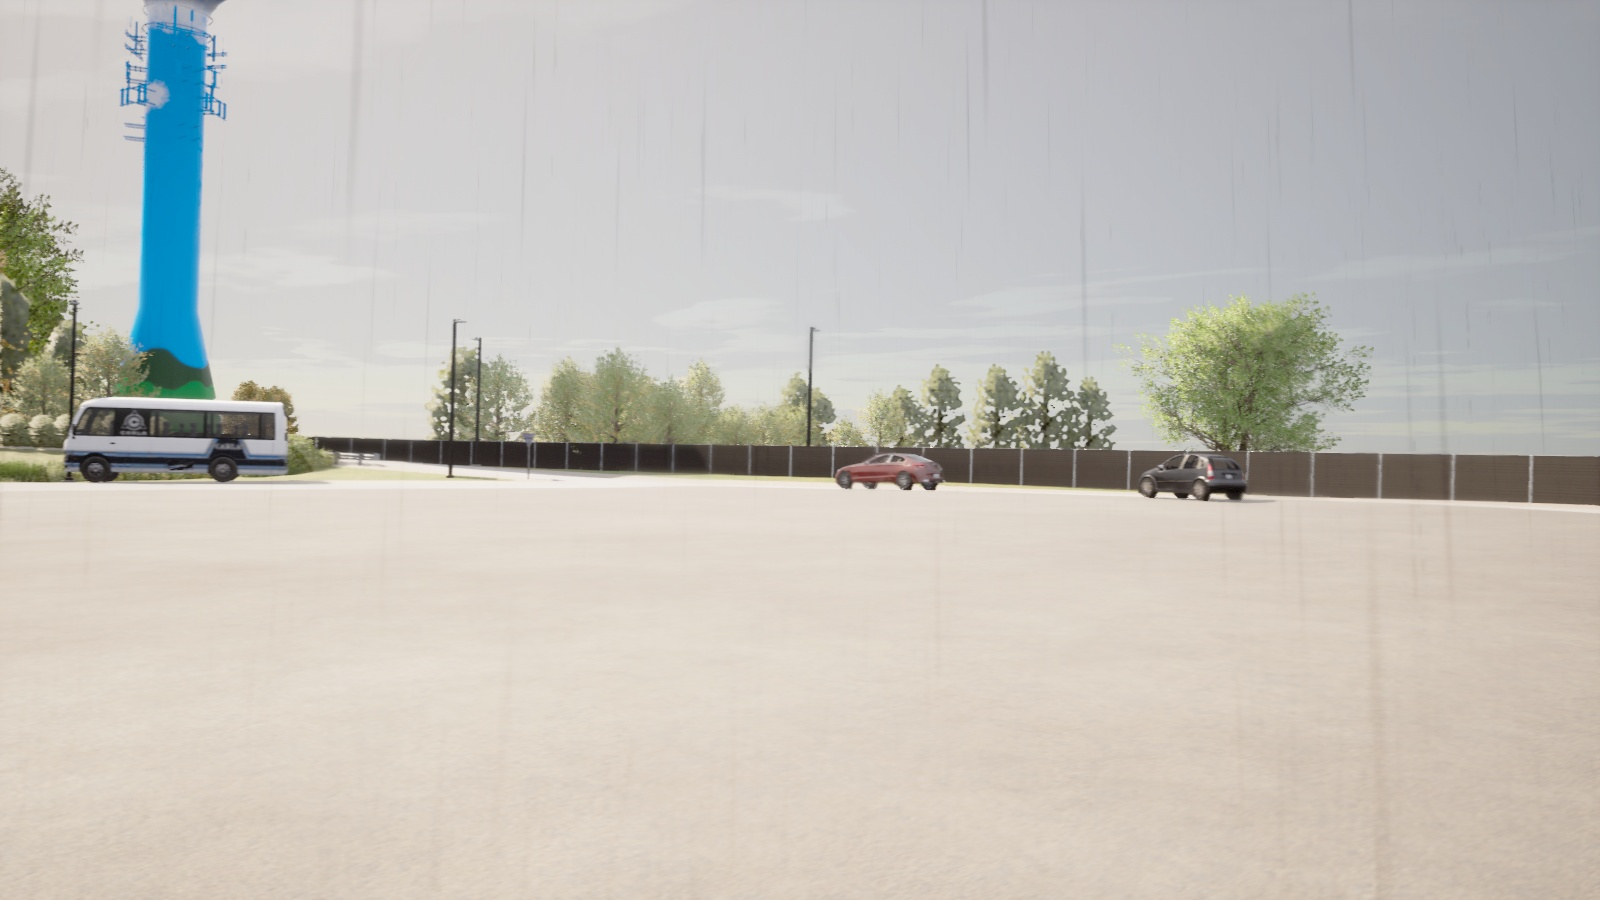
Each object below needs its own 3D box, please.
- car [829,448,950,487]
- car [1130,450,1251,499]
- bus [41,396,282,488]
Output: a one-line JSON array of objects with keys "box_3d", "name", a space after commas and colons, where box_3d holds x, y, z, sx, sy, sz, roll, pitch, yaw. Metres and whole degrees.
[{"box_3d": [3.938, 0.800, 55.813, 5.027, 1.651, 2.152, 0, -2, 41], "name": "car"}, {"box_3d": [13.607, 0.835, 43.989, 1.851, 1.617, 3.988, 1, -1, -24], "name": "car"}, {"box_3d": [-31.716, -0.312, 63.058, 10.273, 4.253, 3.944, 1, -1, -19], "name": "bus"}]
